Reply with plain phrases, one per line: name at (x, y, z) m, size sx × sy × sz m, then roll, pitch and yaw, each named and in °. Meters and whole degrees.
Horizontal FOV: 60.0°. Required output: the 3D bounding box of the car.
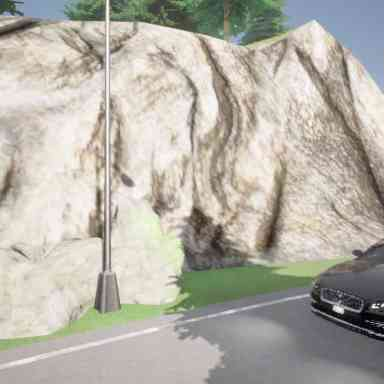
car at (4.360, 1.505, 6.060) m, size 4.892 × 1.490 × 1.837 m, roll 0°, pitch 0°, yaw -27°
